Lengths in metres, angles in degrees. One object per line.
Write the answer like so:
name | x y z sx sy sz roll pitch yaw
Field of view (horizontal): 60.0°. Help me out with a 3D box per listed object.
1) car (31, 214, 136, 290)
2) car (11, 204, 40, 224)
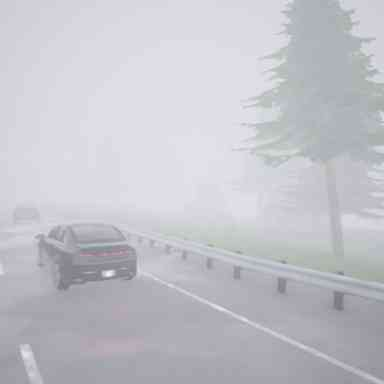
car | -3.178 1.591 9.513 1.837 1.490 4.892 1 -1 -33
car | -13.380 1.674 26.780 2.128 1.511 4.902 1 -1 -29
